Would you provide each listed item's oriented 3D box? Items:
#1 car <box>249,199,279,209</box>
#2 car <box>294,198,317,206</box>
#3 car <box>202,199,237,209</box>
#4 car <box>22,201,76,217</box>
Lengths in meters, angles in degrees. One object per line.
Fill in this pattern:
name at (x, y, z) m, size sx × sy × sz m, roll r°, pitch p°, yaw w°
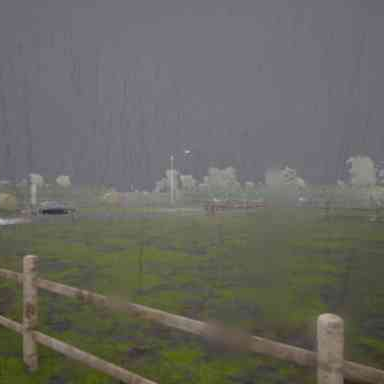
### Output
car at (10.480, 1.706, 47.885) m, size 4.718 × 1.301 × 1.895 m, roll 0°, pitch 0°, yaw -37°
car at (18.382, 1.634, 53.928) m, size 4.674 × 1.442 × 1.812 m, roll 0°, pitch 0°, yaw -36°
car at (3.878, 1.641, 46.299) m, size 5.357 × 1.411 × 2.033 m, roll 0°, pitch 0°, yaw -39°
car at (-13.177, 1.576, 31.092) m, size 4.902 × 1.511 × 2.128 m, roll 0°, pitch 0°, yaw -44°
